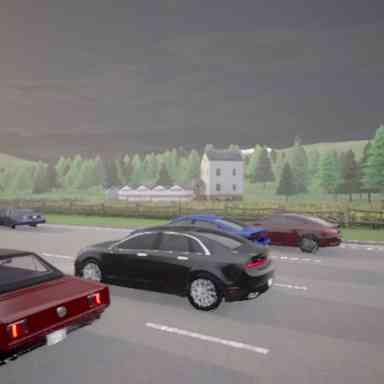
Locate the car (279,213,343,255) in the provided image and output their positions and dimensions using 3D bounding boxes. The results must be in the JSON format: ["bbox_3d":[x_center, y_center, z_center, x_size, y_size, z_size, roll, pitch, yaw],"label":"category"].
[{"bbox_3d":[3.537,1.563,13.444,4.674,1.442,1.812,0,0,29],"label":"car"}]

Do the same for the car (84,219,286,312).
[{"bbox_3d":[-0.577,1.531,7.716,4.892,1.490,1.837,0,0,29],"label":"car"}]

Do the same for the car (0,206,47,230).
[{"bbox_3d":[-12.024,1.640,21.981,5.357,1.411,2.033,0,0,29],"label":"car"}]

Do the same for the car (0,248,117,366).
[{"bbox_3d":[-3.715,1.625,5.445,4.718,1.301,1.895,0,0,29],"label":"car"}]

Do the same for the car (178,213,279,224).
[{"bbox_3d":[0.123,1.514,11.323,5.008,1.535,1.882,0,0,29],"label":"car"}]

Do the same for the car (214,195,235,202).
[{"bbox_3d":[7.108,1.434,73.113,4.605,1.855,1.932,0,0,29],"label":"car"}]
